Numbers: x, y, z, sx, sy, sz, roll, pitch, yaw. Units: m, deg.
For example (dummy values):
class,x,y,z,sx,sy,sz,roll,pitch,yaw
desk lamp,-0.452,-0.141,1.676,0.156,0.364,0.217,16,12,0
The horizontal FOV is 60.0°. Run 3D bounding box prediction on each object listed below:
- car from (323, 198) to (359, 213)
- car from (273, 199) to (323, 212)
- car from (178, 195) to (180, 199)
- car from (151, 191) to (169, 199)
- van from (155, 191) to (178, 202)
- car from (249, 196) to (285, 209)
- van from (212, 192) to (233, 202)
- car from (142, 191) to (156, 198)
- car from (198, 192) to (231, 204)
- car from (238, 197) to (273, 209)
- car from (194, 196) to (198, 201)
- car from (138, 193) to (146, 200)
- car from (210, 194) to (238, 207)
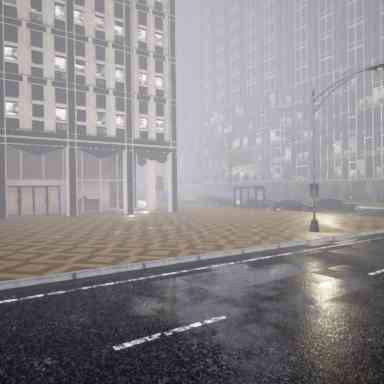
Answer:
class,x,y,z,sx,sy,sz,roll,pitch,yaw
car,15.009,1.364,34.946,1.812,1.442,4.674,-1,1,-34
car,11.251,1.423,35.627,1.947,1.339,4.313,-1,1,-35
car,-4.286,0.934,73.227,1.802,1.307,4.206,0,1,-35
car,-7.508,0.614,77.906,2.192,1.841,5.009,0,1,-35
van,-4.748,0.936,59.110,1.690,1.788,3.998,0,1,-35
car,9.614,1.316,42.785,1.994,1.385,4.181,-1,1,-35
van,5.377,0.854,59.175,1.690,1.788,3.998,0,1,-35
car,-10.729,0.685,82.590,1.967,1.590,4.097,0,1,-35
car,3.727,1.204,51.362,2.033,1.411,5.357,-1,1,-34
car,8.043,1.387,40.321,1.802,1.307,4.206,0,1,-35
car,2.156,1.042,63.861,1.802,1.307,4.206,0,1,-35
car,-11.191,1.038,68.478,2.008,1.369,4.403,0,1,-35
car,4.870,1.318,45.036,1.947,1.339,4.313,0,1,-35
